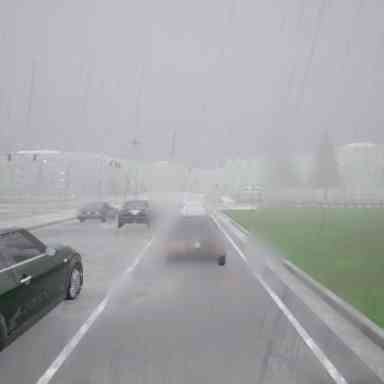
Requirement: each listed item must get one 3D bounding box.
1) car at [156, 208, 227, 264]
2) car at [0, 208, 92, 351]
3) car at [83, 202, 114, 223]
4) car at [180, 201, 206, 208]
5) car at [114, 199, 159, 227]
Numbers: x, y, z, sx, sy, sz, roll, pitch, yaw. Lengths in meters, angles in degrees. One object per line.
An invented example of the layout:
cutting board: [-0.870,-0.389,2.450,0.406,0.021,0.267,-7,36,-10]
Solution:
car: [0.101,1.497,11.495,2.033,1.411,5.357,0,0,0]
car: [-3.400,1.329,5.359,2.097,1.767,4.553,0,0,0]
car: [-6.903,1.438,24.704,2.033,1.411,5.357,0,0,0]
car: [0.078,1.416,24.809,1.812,1.442,4.674,0,0,0]
car: [-3.402,1.256,21.849,2.097,1.767,4.553,0,0,0]
